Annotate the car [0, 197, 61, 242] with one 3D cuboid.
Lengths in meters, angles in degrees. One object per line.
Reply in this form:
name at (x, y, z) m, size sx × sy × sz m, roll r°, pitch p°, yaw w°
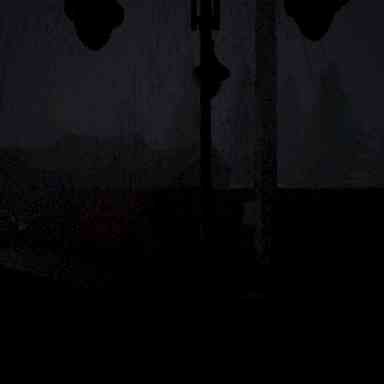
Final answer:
car at (-6.398, 1.195, 15.710) m, size 1.932 × 1.855 × 4.605 m, roll 0°, pitch 0°, yaw 36°
